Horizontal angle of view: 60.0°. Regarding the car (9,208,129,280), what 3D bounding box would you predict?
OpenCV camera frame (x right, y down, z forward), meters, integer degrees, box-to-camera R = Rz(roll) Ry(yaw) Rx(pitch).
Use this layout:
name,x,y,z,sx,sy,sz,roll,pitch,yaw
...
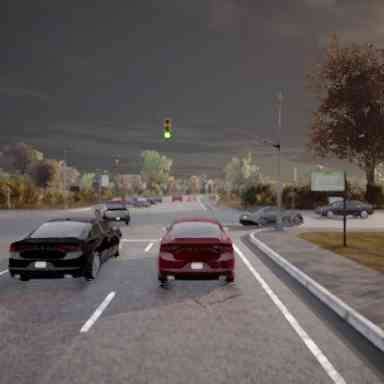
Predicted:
name,x,y,z,sx,sy,sz,roll,pitch,yaw
car,-3.400,1.477,9.945,1.882,1.535,5.008,0,0,0

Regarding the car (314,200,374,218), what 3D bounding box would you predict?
name,x,y,z,sx,sy,sz,roll,pitch,yaw
car,13.379,1.505,29.395,4.892,1.490,1.837,0,0,3

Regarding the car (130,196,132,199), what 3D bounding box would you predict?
name,x,y,z,sx,sy,sz,roll,pitch,yaw
car,-10.544,1.504,56.931,1.837,1.490,4.892,0,0,1

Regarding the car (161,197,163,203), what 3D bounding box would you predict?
name,x,y,z,sx,sy,sz,roll,pitch,yaw
car,-7.003,1.545,68.144,2.033,1.411,5.357,0,0,0

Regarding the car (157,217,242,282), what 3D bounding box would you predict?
name,x,y,z,sx,sy,sz,roll,pitch,yaw
car,0.099,1.478,9.812,1.882,1.535,5.008,0,0,0

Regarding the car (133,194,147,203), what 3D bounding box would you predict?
name,x,y,z,sx,sy,sz,roll,pitch,yaw
car,-10.503,1.351,67.002,2.097,1.767,4.553,0,0,0

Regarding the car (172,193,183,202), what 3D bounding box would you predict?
name,x,y,z,sx,sy,sz,roll,pitch,yaw
car,-3.499,1.217,77.879,2.150,2.045,5.566,0,0,0

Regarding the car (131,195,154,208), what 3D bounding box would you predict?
name,x,y,z,sx,sy,sz,roll,pitch,yaw
car,-7.091,1.525,47.894,1.812,1.442,4.674,0,0,0

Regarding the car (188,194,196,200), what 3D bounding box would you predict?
name,x,y,z,sx,sy,sz,roll,pitch,yaw
car,0.041,1.327,88.236,1.882,1.535,5.008,0,0,1

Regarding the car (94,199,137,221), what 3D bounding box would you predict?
name,x,y,z,sx,sy,sz,roll,pitch,yaw
car,-5.780,1.491,23.544,2.128,1.511,4.902,0,0,-25

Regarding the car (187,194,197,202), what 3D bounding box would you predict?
name,x,y,z,sx,sy,sz,roll,pitch,yaw
car,0.001,1.348,78.235,2.097,1.767,4.553,0,0,0

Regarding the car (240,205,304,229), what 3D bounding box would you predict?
name,x,y,z,sx,sy,sz,roll,pitch,yaw
car,5.253,1.564,21.875,4.181,1.385,1.994,0,-1,-23

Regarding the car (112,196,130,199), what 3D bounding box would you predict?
name,x,y,z,sx,sy,sz,roll,pitch,yaw
car,-10.585,1.477,47.514,1.882,1.535,5.008,0,0,0

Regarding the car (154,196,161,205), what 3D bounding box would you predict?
name,x,y,z,sx,sy,sz,roll,pitch,yaw
car,-7.042,1.547,57.485,2.033,1.411,5.357,0,0,0

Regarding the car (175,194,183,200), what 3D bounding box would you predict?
name,x,y,z,sx,sy,sz,roll,pitch,yaw
car,-3.459,1.327,88.257,1.882,1.535,5.008,0,0,1
